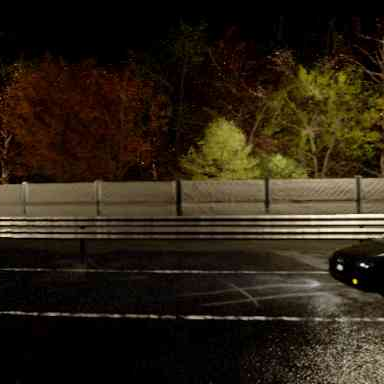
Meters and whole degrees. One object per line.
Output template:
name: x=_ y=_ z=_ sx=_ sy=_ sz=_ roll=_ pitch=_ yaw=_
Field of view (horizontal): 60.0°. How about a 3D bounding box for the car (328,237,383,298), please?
car: x=5.393 y=1.540 z=7.649 sx=4.181 sy=1.385 sz=1.994 roll=-1 pitch=0 yaw=1
